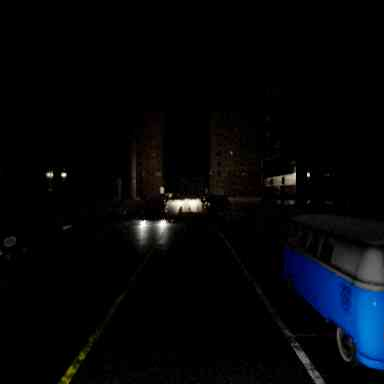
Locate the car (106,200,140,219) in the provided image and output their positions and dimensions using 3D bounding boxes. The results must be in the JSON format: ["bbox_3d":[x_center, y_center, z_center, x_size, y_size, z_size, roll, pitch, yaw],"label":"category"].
[{"bbox_3d":[-5.867,1.453,27.795,1.752,1.417,4.829,0,0,1],"label":"car"}]

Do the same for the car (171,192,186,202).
[{"bbox_3d":[-3.003,0.968,68.848,2.150,2.045,5.566,0,0,0],"label":"car"}]

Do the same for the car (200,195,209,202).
[{"bbox_3d":[2.665,1.370,73.095,1.802,1.307,4.206,0,0,0],"label":"car"}]

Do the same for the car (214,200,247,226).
[{"bbox_3d":[2.666,1.465,22.550,1.752,1.417,4.829,0,0,1],"label":"car"}]

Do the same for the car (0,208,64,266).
[{"bbox_3d":[-5.859,1.405,11.078,1.967,1.590,4.097,0,0,0],"label":"car"}]

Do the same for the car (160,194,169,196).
[{"bbox_3d":[-5.860,1.415,61.839,1.802,1.307,4.206,0,0,0],"label":"car"}]

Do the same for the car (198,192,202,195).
[{"bbox_3d":[2.665,1.251,67.455,1.967,1.590,4.097,0,0,0],"label":"car"}]

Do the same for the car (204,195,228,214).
[{"bbox_3d":[2.665,1.233,33.617,2.192,1.841,5.009,0,0,0],"label":"car"}]

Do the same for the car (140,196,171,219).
[{"bbox_3d":[-3.099,1.405,28.265,1.882,1.535,5.008,0,0,0],"label":"car"}]

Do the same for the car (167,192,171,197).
[{"bbox_3d":[-5.861,1.251,67.480,1.967,1.590,4.097,0,0,0],"label":"car"}]

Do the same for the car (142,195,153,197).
[{"bbox_3d":[-5.861,1.431,39.108,1.752,1.417,4.829,0,0,0],"label":"car"}]

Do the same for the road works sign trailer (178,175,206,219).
[{"bbox_3d":[-0.001,0.392,28.081,2.380,3.560,2.880,0,0,0],"label":"road works sign trailer"}]

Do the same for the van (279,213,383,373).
[{"bbox_3d":[2.666,1.322,5.425,1.690,1.788,3.998,0,0,0],"label":"van"}]

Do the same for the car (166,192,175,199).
[{"bbox_3d":[-5.861,1.035,90.038,2.192,1.841,5.009,0,0,0],"label":"car"}]

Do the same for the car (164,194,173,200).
[{"bbox_3d":[-5.861,1.308,84.399,1.947,1.339,4.313,0,0,0],"label":"car"}]

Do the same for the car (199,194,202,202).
[{"bbox_3d":[2.665,1.405,56.177,2.008,1.369,4.403,0,0,0],"label":"car"}]
